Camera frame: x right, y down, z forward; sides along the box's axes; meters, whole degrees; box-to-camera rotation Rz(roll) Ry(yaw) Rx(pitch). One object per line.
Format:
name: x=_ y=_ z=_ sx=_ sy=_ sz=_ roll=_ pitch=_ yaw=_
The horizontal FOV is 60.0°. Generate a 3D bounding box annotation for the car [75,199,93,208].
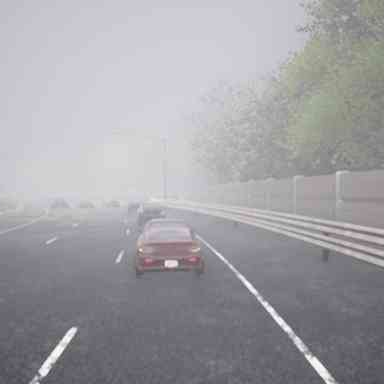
car: x=-15.976 y=1.683 z=49.231 sx=1.994 sy=1.385 sz=4.181 roll=0 pitch=0 yaw=-27

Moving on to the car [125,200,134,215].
car: x=-5.986 y=1.556 z=35.322 sx=1.882 sy=1.535 sz=5.008 roll=0 pitch=0 yaw=-16

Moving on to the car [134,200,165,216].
car: x=-2.966 y=1.557 z=23.648 sx=1.837 sy=1.490 sz=4.892 roll=0 pitch=0 yaw=-11

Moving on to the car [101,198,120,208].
car: x=-12.060 y=1.639 z=49.265 sx=1.812 sy=1.442 sz=4.674 roll=0 pitch=0 yaw=-27

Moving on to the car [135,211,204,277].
car: x=-0.752 y=1.547 z=10.246 sx=1.812 sy=1.442 sz=4.674 roll=0 pitch=0 yaw=-6

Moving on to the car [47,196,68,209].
car: x=-19.188 y=1.472 z=47.838 sx=2.097 sy=1.767 sz=4.553 roll=0 pitch=0 yaw=-27

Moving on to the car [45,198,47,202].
car: x=-32.950 y=1.677 z=78.524 sx=5.008 sy=1.535 sz=1.882 roll=0 pitch=0 yaw=44
